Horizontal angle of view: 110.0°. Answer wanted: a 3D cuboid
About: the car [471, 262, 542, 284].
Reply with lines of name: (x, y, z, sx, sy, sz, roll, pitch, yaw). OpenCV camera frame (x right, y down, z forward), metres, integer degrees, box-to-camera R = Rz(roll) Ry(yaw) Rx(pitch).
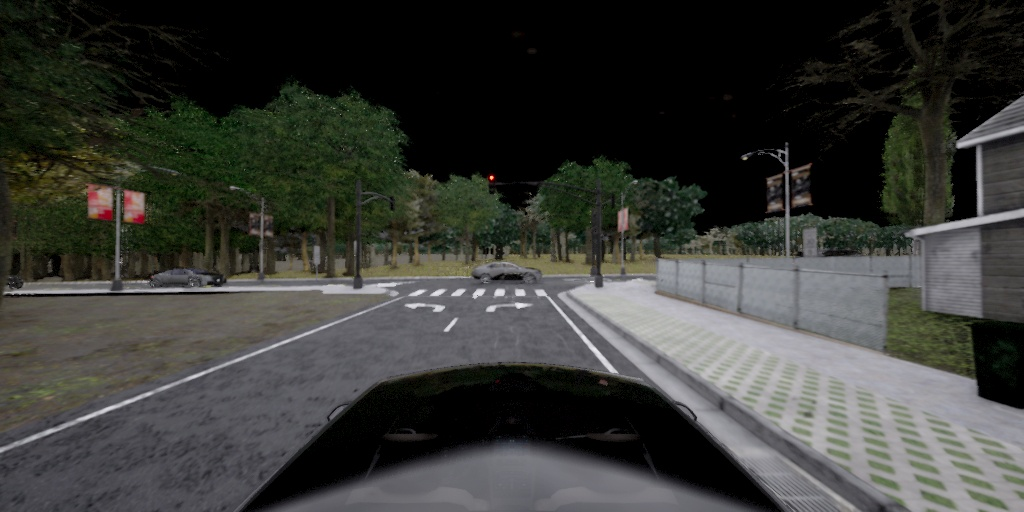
car: (-0.376, 1.137, 24.707, 4.902, 1.511, 2.128, -1, 0, 0)

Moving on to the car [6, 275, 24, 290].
car: (-37.048, 1.626, 24.800, 5.008, 1.535, 1.882, -1, -1, 0)

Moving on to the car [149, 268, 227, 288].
car: (-22.270, 1.520, 24.763, 4.181, 1.385, 1.994, -1, -1, 0)

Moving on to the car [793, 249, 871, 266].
car: (22.494, 0.548, 24.663, 5.566, 2.045, 2.150, -1, -1, 0)
